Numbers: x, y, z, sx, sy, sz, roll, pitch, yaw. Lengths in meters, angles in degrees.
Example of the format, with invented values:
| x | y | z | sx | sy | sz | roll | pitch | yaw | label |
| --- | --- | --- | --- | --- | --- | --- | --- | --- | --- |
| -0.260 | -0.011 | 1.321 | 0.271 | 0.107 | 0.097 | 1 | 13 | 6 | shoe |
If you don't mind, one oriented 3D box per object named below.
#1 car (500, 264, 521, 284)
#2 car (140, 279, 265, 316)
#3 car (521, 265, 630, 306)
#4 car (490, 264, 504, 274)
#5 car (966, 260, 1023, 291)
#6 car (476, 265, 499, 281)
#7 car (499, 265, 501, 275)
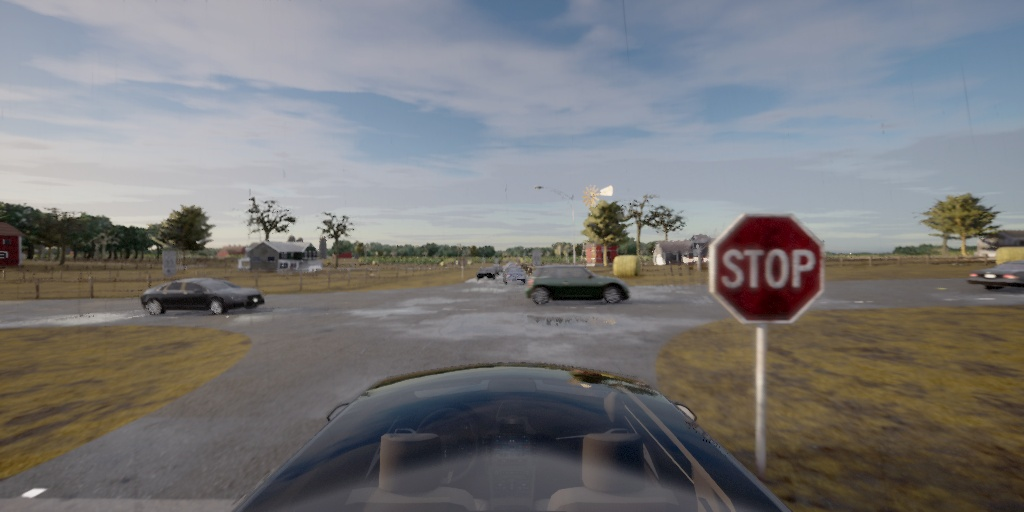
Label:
| x | y | z | sx | sy | sz | roll | pitch | yaw | label |
| --- | --- | --- | --- | --- | --- | --- | --- | --- | --- |
| 0.221 | 1.686 | 31.682 | 2.033 | 1.411 | 5.357 | 0 | -1 | -2 | car |
| -13.609 | 1.763 | 15.886 | 4.892 | 1.490 | 1.837 | -2 | 0 | 6 | car |
| 2.836 | 1.188 | 16.112 | 4.553 | 1.767 | 2.097 | -1 | 0 | 1 | car |
| -2.442 | 2.086 | 58.338 | 1.994 | 1.385 | 4.181 | 0 | -1 | 1 | car |
| 23.752 | 0.874 | 15.923 | 5.357 | 1.411 | 2.033 | -2 | 0 | 0 | car |
| -2.573 | 1.814 | 36.487 | 1.895 | 1.301 | 4.718 | 0 | -1 | 0 | car |
| -2.555 | 1.971 | 47.799 | 1.895 | 1.301 | 4.718 | 0 | -1 | 0 | car |
